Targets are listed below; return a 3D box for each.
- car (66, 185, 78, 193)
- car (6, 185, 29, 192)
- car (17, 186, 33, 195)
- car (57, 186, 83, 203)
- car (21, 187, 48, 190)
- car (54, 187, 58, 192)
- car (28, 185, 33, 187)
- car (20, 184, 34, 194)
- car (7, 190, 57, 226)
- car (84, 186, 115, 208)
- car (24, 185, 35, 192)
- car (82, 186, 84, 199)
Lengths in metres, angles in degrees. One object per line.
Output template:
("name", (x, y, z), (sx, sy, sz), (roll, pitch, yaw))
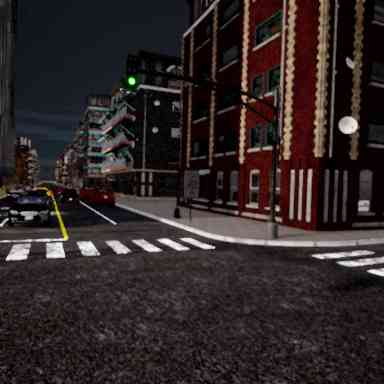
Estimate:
("car", (-25.409, -0.659, 70.377), (1.967, 1.590, 4.097), (1, 1, -24))
("car", (-20.165, 0.201, 38.241), (2.008, 1.369, 4.403), (1, 1, -24))
("car", (-26.855, -0.289, 53.621), (2.008, 1.369, 4.403), (1, 1, -24))
("car", (-13.337, 0.409, 36.126), (1.837, 1.490, 4.892), (1, 1, -24))
("car", (-12.404, 0.631, 26.667), (1.812, 1.442, 4.674), (1, 1, -23))
("car", (-21.879, -0.154, 55.503), (1.994, 1.385, 4.181), (1, 1, -24))
("car", (-16.522, 0.278, 36.305), (1.882, 1.535, 5.008), (1, 1, -24))
("car", (-29.124, -0.564, 58.725), (1.967, 1.590, 4.097), (1, 1, -24))
("car", (-8.588, 0.878, 17.832), (2.128, 1.511, 4.902), (1, 1, -23))
("car", (-8.475, 0.463, 31.132), (2.192, 1.841, 5.009), (1, 1, -24))
("car", (-33.666, -0.751, 68.949), (1.802, 1.307, 4.206), (1, 1, -24))
("car", (-12.935, 0.136, 41.385), (2.192, 1.841, 5.009), (1, 1, -24))
